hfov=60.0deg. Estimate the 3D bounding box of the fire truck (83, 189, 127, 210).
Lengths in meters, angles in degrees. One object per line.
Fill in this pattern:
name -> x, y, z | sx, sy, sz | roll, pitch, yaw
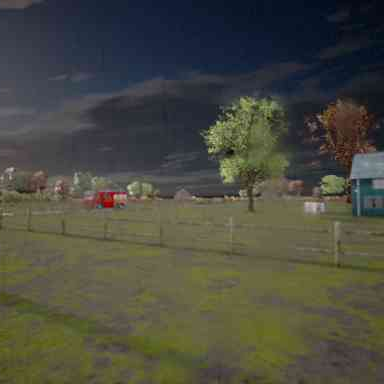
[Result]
fire truck -> -16.331, 1.435, 63.299 | 2.891, 3.827, 8.468 | -2, -2, 36
